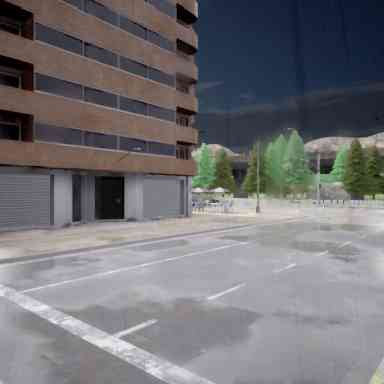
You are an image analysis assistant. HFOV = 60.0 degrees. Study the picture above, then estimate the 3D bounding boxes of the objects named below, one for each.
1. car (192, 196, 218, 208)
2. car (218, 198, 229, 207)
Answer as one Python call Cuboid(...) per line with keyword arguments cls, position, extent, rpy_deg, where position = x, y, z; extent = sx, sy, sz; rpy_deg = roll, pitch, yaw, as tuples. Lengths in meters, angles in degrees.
Cuboid(cls="car", position=(0.844, 1.296, 46.116), extent=(4.553, 1.767, 2.097), rpy_deg=(0, 0, 39))
Cuboid(cls="car", position=(3.152, 1.422, 48.760), extent=(5.008, 1.535, 1.882), rpy_deg=(0, 0, 39))
